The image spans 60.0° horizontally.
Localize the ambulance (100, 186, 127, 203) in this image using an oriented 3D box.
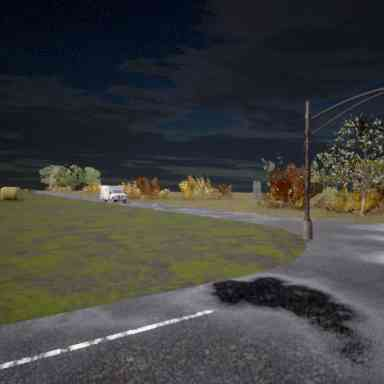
[{"bbox_3d":[-11.822,0.324,50.095,2.351,2.431,6.366,2,0,-32],"label":"ambulance"}]
